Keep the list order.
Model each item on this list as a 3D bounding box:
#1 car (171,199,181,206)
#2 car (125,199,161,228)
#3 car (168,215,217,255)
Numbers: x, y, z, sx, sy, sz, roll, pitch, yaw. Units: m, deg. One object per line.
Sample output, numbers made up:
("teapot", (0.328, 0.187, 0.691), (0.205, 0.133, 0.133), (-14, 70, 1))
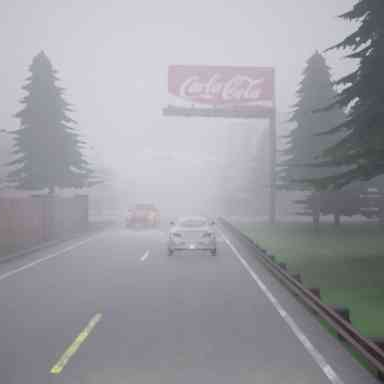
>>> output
("car", (-3.509, 2.341, 73.799), (1.812, 1.442, 4.674), (0, -1, 0))
("car", (-3.520, 1.624, 24.527), (2.097, 1.767, 4.553), (0, -1, 0))
("car", (0.020, 1.680, 13.877), (1.812, 1.442, 4.674), (0, 0, 0))
